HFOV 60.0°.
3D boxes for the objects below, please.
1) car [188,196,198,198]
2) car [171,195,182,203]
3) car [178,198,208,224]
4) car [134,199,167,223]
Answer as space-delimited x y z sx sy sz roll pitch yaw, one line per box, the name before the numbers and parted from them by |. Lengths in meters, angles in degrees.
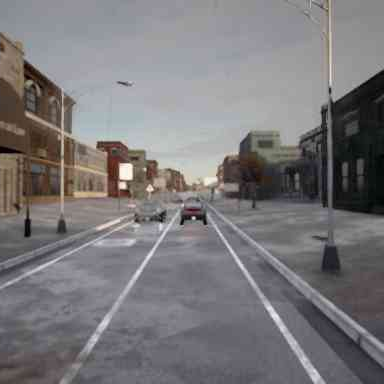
car | 0.116 1.342 42.424 2.033 1.649 4.856 0 0 0
car | -2.976 1.331 66.875 2.097 1.767 4.553 0 -1 0
car | 0.113 1.480 24.577 1.837 1.490 4.892 0 0 0
car | -3.083 1.325 25.369 2.097 1.767 4.553 0 0 0
